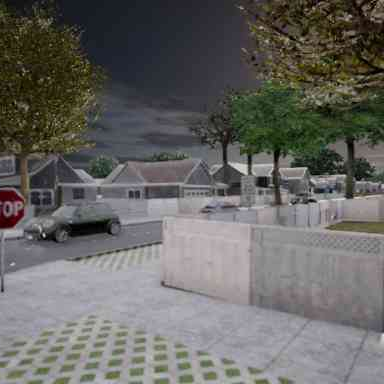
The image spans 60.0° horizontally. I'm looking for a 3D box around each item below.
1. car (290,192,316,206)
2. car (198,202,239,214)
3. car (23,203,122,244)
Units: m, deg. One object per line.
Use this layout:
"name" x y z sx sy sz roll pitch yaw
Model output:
"car" 15.270 1.044 45.399 2.150 2.045 5.566 0 0 36
"car" 2.216 1.496 27.205 1.994 1.385 4.181 0 0 35
"car" -5.663 1.355 16.132 2.097 1.767 4.553 0 0 35
